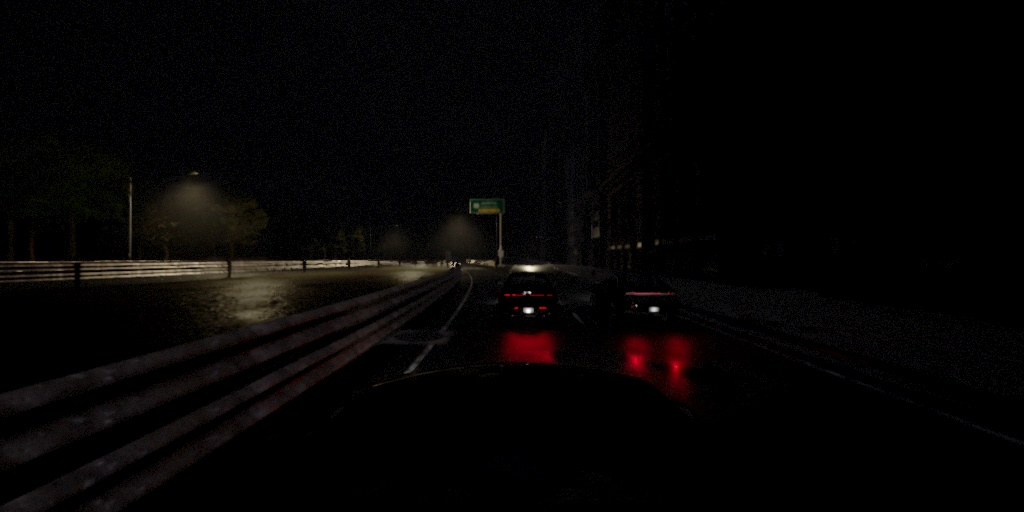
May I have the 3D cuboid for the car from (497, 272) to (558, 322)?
[{"bbox_3d":[0.534,1.304,12.574,1.837,1.490,4.892,0,0,2],"label":"car"}]

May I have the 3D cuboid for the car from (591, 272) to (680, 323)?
[{"bbox_3d":[4.028,1.289,12.414,2.128,1.511,4.902,0,0,2],"label":"car"}]
